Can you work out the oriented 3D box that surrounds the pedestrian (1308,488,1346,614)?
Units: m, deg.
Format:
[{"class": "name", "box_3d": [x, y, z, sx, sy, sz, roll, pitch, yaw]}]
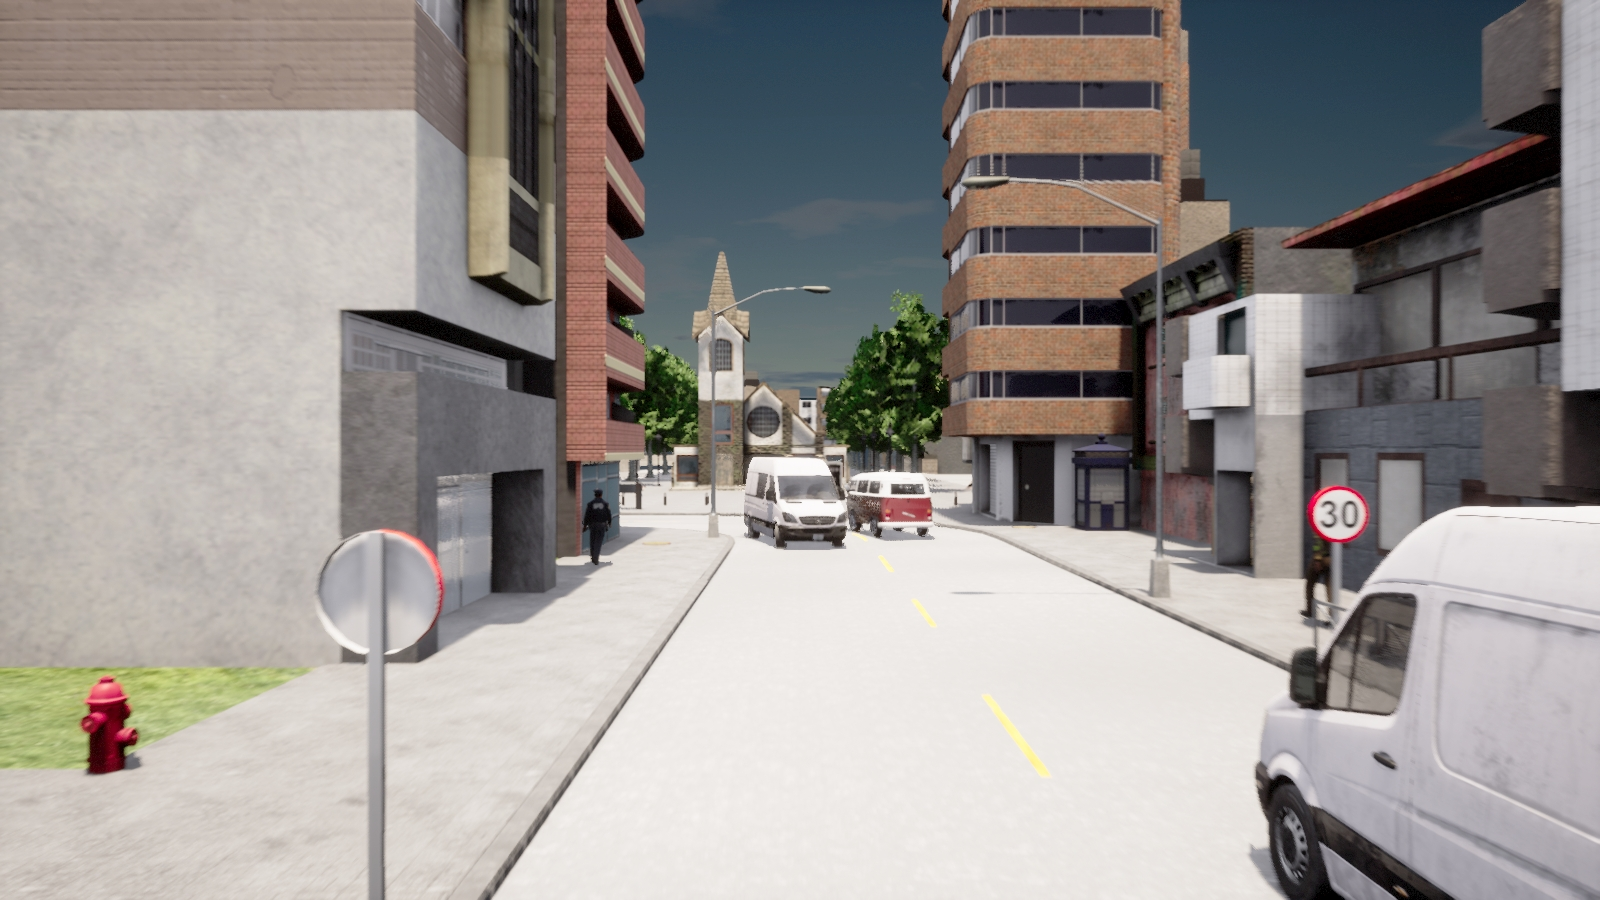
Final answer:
[{"class": "pedestrian", "box_3d": [7.935, 1.511, 17.203, 0.375, 1.860, 0.375, 0, 0, -5]}]

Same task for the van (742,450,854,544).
[{"class": "van", "box_3d": [-0.196, 1.290, 34.126, 1.988, 2.561, 5.915, 1, 0, -14]}]

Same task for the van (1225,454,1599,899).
[{"class": "van", "box_3d": [3.999, 1.309, 5.107, 1.988, 2.561, 5.915, 0, 0, 0]}]

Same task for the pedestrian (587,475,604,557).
[{"class": "pedestrian", "box_3d": [-4.714, 1.503, 26.299, 0.375, 1.860, 0.375, 0, 0, -9]}]

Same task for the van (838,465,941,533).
[{"class": "van", "box_3d": [2.846, 1.536, 37.443, 2.069, 2.038, 4.480, 0, 0, -14]}]
